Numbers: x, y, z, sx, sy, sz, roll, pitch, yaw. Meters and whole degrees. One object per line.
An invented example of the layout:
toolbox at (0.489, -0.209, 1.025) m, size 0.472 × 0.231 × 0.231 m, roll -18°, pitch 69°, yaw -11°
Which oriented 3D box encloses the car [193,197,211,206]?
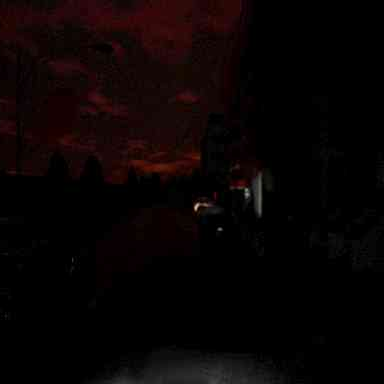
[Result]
car at (1.234, 1.429, 27.038) m, size 1.801 × 1.575 × 5.366 m, roll 0°, pitch 0°, yaw 0°

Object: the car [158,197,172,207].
car at (-4.010, 1.498, 50.335) m, size 2.033 × 1.411 × 5.357 m, roll 0°, pitch 0°, yaw 0°

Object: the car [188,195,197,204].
car at (0.083, 1.438, 64.974) m, size 1.837 × 1.490 × 4.892 m, roll 0°, pitch 0°, yaw 0°

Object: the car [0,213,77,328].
car at (-4.091, 1.345, 6.916) m, size 2.097 × 1.767 × 4.553 m, roll 0°, pitch 0°, yaw 0°

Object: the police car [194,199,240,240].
police car at (1.210, 1.403, 16.959) m, size 1.930 × 1.638 × 5.238 m, roll 0°, pitch 0°, yaw 0°

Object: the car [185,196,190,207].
car at (0.066, 1.442, 50.117) m, size 2.128 × 1.511 × 4.902 m, roll 0°, pitch 0°, yaw 0°

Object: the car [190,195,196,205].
car at (1.189, 1.268, 32.818) m, size 2.097 × 1.767 × 4.553 m, roll -3°, pitch 0°, yaw 0°
